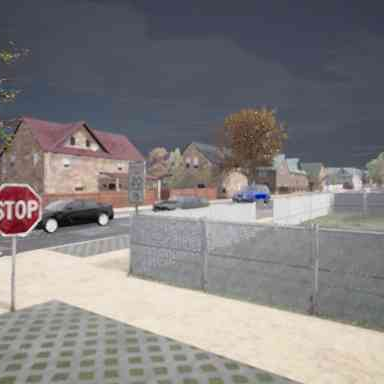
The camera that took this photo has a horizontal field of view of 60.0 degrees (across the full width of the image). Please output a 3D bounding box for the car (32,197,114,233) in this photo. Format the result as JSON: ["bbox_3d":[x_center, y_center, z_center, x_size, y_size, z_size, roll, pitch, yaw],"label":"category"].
[{"bbox_3d":[-6.290,1.063,17.066,1.882,1.535,5.008,1,2,34],"label":"car"}]

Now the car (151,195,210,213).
[{"bbox_3d":[-0.667,0.904,24.991,2.033,1.411,5.357,2,2,36],"label":"car"}]

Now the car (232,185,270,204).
[{"bbox_3d":[6.256,0.301,34.644,2.150,2.045,5.566,2,2,36],"label":"car"}]
